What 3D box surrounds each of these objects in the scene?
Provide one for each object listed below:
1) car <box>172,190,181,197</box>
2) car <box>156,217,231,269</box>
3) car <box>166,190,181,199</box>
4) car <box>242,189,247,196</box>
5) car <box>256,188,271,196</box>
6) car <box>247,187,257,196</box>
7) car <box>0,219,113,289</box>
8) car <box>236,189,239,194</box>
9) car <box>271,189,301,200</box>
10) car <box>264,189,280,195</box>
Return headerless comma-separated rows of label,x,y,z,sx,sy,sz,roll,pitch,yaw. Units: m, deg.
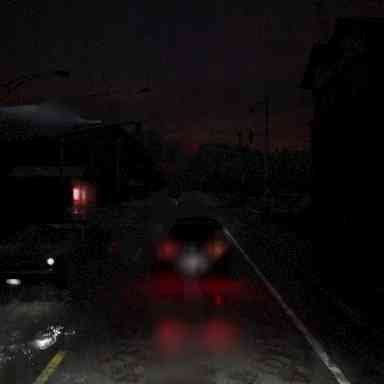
car,-3.517,0.279,76.398,1.837,1.490,4.892,0,1,0
car,0.055,1.432,10.487,1.895,1.301,4.718,0,1,0
car,-3.556,0.535,60.979,1.837,1.490,4.892,0,1,1
car,13.735,-0.040,72.565,4.605,1.855,1.932,0,1,0
car,14.152,0.265,56.868,5.027,1.636,2.152,0,1,0
car,14.148,-0.015,69.660,3.866,1.878,1.905,0,1,0
car,-3.583,1.457,8.893,1.895,1.301,4.718,0,1,0
car,13.866,-0.058,91.151,3.633,1.501,1.845,0,1,0
car,14.478,0.445,50.453,3.806,1.475,1.970,0,1,0
car,21.288,-0.001,88.174,3.806,1.475,1.970,0,1,0
